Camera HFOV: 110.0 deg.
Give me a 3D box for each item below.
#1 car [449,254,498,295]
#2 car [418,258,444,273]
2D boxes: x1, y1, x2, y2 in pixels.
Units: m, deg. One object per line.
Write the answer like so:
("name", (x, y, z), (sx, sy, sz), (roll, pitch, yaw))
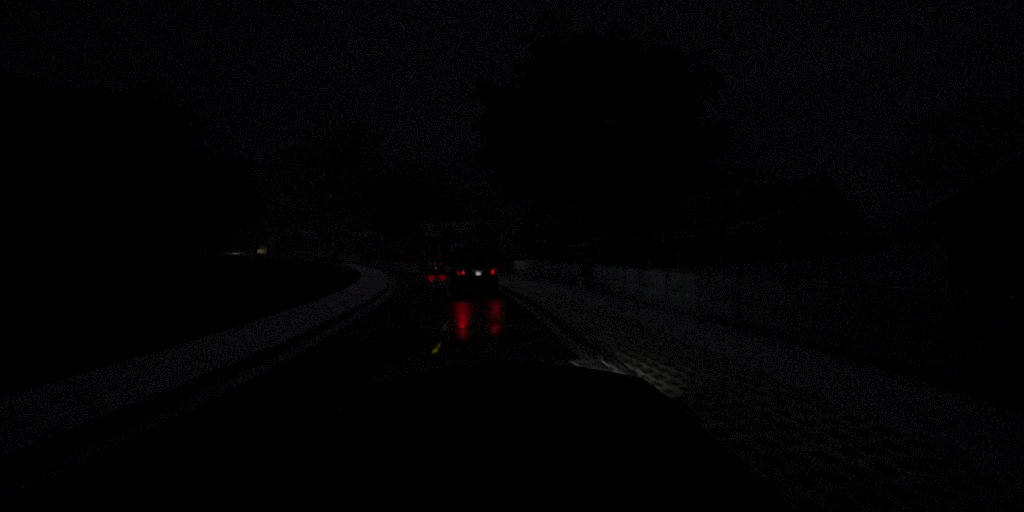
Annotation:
("car", (-2.183, 0.906, 19.600), (2.150, 2.045, 5.566), (0, 0, -13))
("car", (-8.432, 0.952, 37.016), (2.128, 1.511, 4.902), (0, 1, -25))
